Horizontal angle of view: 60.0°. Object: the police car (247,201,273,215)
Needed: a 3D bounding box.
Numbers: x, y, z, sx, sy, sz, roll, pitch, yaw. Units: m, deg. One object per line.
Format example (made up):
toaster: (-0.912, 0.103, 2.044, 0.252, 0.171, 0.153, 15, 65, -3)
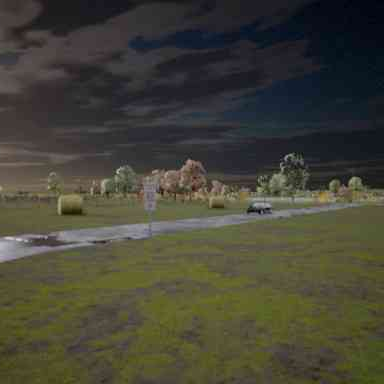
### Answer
police car: (8.482, 1.943, 41.527, 1.930, 1.638, 5.238, -1, -1, 35)
